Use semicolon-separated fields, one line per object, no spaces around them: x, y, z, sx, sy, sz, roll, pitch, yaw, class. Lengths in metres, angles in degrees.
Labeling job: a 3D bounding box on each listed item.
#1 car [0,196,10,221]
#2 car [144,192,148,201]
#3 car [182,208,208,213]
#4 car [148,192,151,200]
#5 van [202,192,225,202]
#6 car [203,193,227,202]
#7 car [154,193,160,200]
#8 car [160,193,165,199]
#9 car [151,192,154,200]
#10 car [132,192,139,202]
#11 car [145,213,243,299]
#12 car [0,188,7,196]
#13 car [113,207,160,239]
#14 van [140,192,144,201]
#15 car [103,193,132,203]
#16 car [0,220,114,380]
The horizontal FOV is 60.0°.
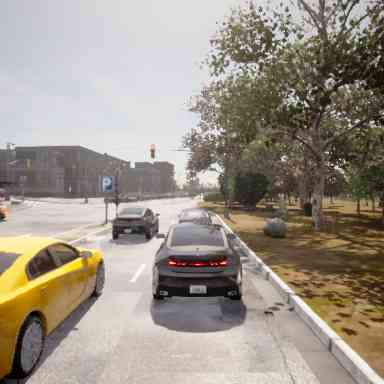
-16.622;1.404;25.512;4.553;1.767;2.185;-1;0;-19;car
-12.999;1.322;75.273;4.892;1.521;2.231;-1;0;-14;car
0.160;1.572;18.136;2.033;1.411;5.357;0;0;1;car
-12.626;1.360;78.268;4.674;1.452;2.002;-1;0;-13;car
4.295;1.043;65.910;4.442;1.987;1.878;1;0;-14;van
4.679;1.142;68.879;4.553;1.767;2.185;1;0;-14;car
-11.437;1.358;87.252;4.674;1.452;2.002;-1;0;-12;car
-10.986;1.065;90.258;5.566;2.045;2.435;-1;0;-12;car
-12.254;1.360;81.270;4.674;1.452;2.002;-1;0;-13;car
-13.788;1.316;66.310;5.366;1.575;1.946;-1;0;-15;car
0.110;1.514;8.434;1.837;1.490;4.892;0;0;0;car
-31.155;0.137;54.189;2.002;1.452;4.674;6;-3;-19;car
-2.848;1.528;17.445;1.837;1.490;4.892;0;0;1;car
-13.228;1.094;72.302;4.442;1.987;1.878;-1;0;-14;van
-14.433;1.359;63.318;4.792;1.488;2.163;-1;0;-15;car
-2.896;1.482;5.521;1.882;1.535;5.008;0;0;0;car
